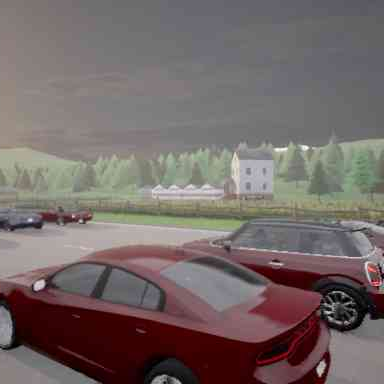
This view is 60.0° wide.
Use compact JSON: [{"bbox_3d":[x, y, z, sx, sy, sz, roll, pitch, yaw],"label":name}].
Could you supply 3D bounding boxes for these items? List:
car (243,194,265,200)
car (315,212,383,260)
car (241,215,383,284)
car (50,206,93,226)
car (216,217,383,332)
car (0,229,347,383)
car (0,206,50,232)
[{"bbox_3d":[13.598,1.202,73.140,4.605,1.855,1.932,0,0,35],"label":"car"},{"bbox_3d":[7.349,1.547,11.625,5.357,1.411,2.033,0,0,35],"label":"car"},{"bbox_3d":[3.964,1.525,9.719,4.674,1.442,1.812,0,0,35],"label":"car"},{"bbox_3d":[-9.096,1.596,23.093,4.718,1.301,1.895,0,0,35],"label":"car"},{"bbox_3d":[1.630,1.353,7.080,4.553,1.767,2.097,0,0,35],"label":"car"},{"bbox_3d":[-0.822,1.477,4.522,5.008,1.535,1.882,0,0,35],"label":"car"},{"bbox_3d":[-10.820,1.559,20.030,4.181,1.385,1.994,0,0,35],"label":"car"}]
